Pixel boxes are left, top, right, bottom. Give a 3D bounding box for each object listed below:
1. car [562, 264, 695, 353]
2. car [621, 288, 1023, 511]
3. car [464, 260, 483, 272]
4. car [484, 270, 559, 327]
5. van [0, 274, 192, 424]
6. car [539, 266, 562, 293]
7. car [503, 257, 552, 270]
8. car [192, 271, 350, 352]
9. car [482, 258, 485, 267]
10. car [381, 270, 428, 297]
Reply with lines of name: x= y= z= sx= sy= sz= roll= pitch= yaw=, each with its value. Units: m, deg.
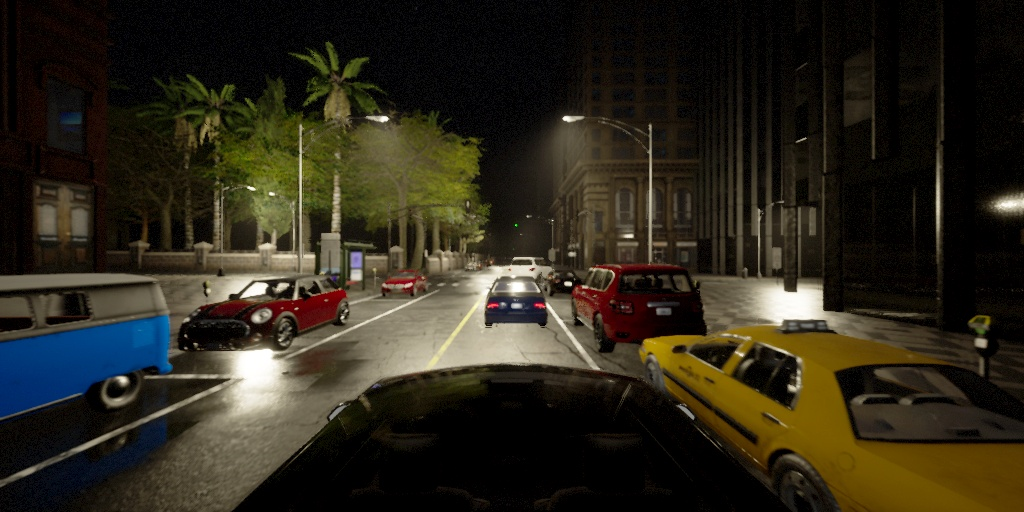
car: x=2.761 y=1.104 z=8.888 sx=2.192 sy=1.841 sz=5.009 roll=0 pitch=0 yaw=0
car: x=2.762 y=1.285 z=3.633 sx=1.751 sy=1.417 sz=4.829 roll=0 pitch=0 yaw=0
car: x=-5.769 y=1.560 z=51.614 sx=2.007 sy=1.370 sz=4.403 roll=0 pitch=0 yaw=0
car: x=0.098 y=1.353 z=11.785 sx=2.033 sy=1.411 sz=5.357 roll=0 pitch=0 yaw=0
van: x=-5.763 y=1.100 z=3.477 sx=1.690 sy=1.789 sz=3.998 roll=0 pitch=0 yaw=0
car: x=2.760 y=1.414 z=19.739 sx=1.948 sy=1.339 sz=4.313 roll=0 pitch=0 yaw=0
car: x=1.648 y=1.121 z=27.146 sx=2.150 sy=2.045 sz=5.566 roll=-1 pitch=-1 yaw=24
car: x=-5.764 y=1.229 z=8.903 sx=1.967 sy=1.591 sz=4.097 roll=0 pitch=0 yaw=0
car: x=-5.770 y=1.475 z=57.034 sx=1.967 sy=1.591 sz=4.097 roll=0 pitch=0 yaw=0
car: x=-5.766 y=1.430 z=19.755 sx=1.802 sy=1.307 sz=4.207 roll=0 pitch=0 yaw=0
